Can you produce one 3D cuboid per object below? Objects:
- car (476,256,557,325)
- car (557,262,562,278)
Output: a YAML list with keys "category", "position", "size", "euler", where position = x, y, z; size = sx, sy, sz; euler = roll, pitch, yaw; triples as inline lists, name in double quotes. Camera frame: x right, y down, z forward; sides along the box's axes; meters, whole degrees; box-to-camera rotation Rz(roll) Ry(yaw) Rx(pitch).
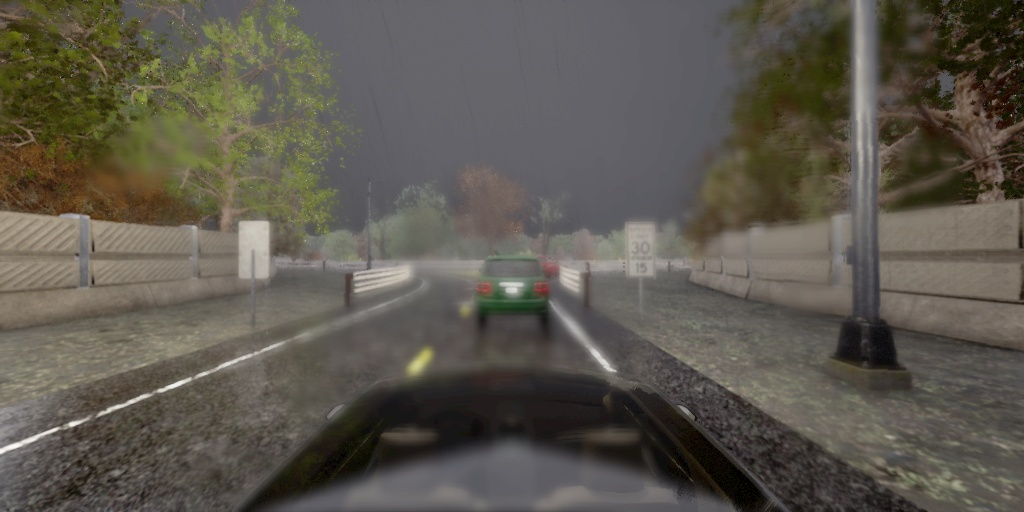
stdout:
- category: "car"
  position: [0.065, 1.022, 12.215]
  size: [2.150, 2.045, 5.566]
  euler: [0, 0, 0]
- category: "car"
  position: [3.082, 1.110, 33.003]
  size: [2.150, 2.045, 5.566]
  euler: [0, 0, 20]
